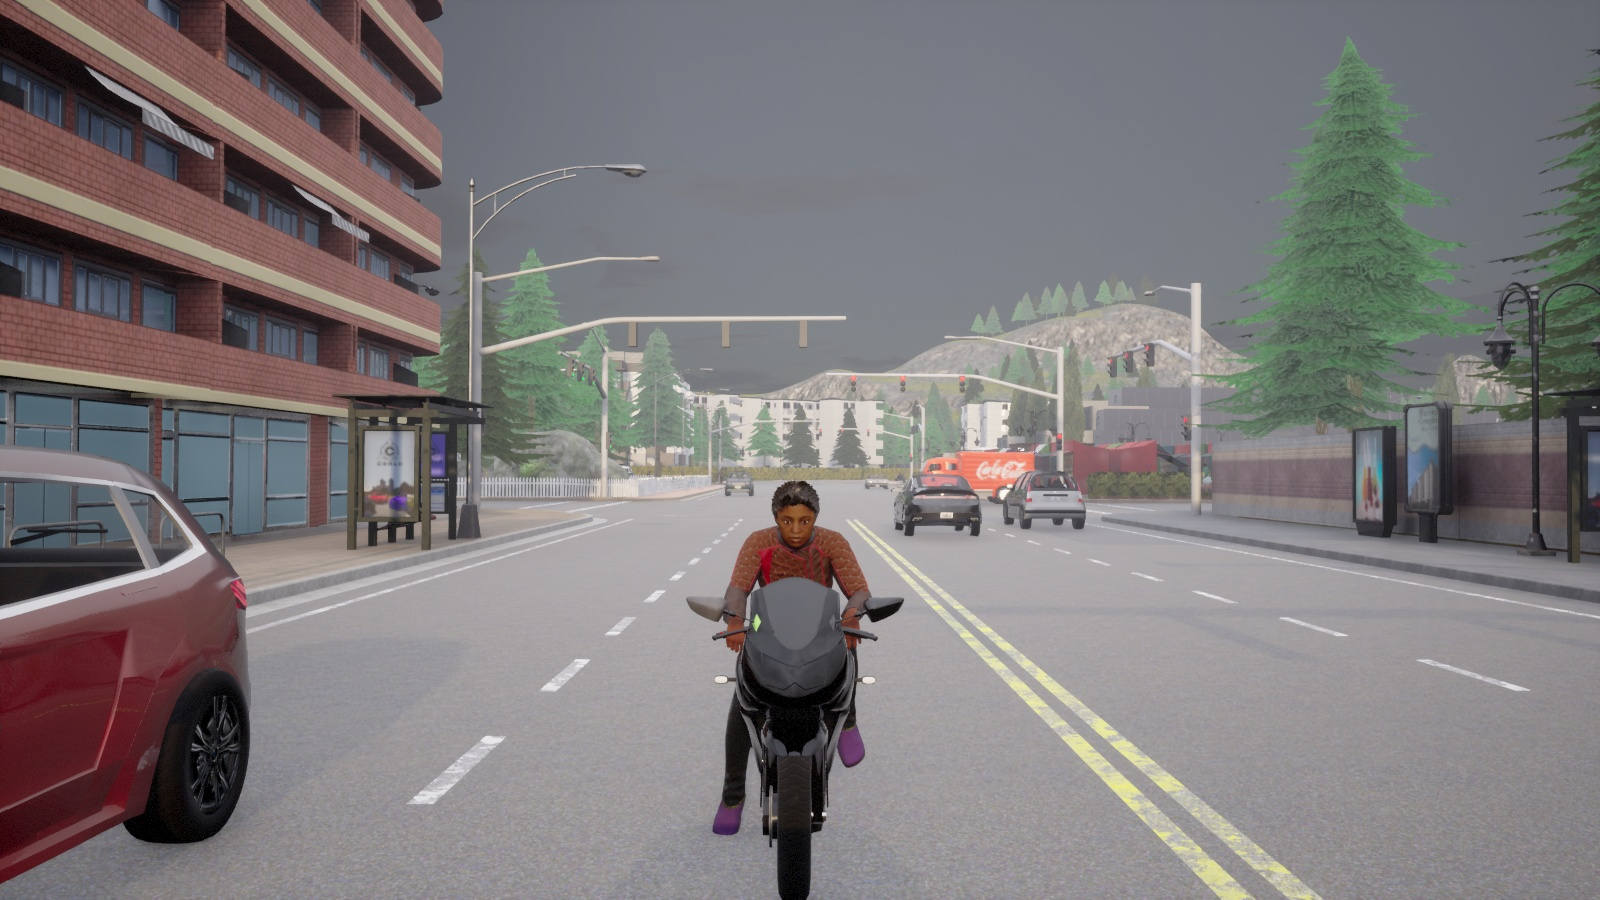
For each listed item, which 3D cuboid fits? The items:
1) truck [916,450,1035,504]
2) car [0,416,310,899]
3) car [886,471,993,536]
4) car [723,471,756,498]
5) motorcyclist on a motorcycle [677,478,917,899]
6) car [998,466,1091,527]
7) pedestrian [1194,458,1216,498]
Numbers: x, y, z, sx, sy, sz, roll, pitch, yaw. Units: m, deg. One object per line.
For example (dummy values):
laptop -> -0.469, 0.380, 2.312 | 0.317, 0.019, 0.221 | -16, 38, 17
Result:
truck -> 8.153, 1.264, 58.752 | 5.204, 2.467, 2.627 | 0, -1, -1
car -> -3.511, 0.737, 3.845 | 2.242, 1.667, 4.611 | 0, -1, 0
car -> 3.423, 1.288, 31.691 | 2.128, 1.511, 4.902 | 0, -1, 0
car -> -3.686, 2.098, 77.007 | 1.789, 1.549, 3.705 | 0, -1, 0
motorcyclist on a motorcycle -> -0.013, 0.884, 5.210 | 0.797, 1.523, 2.044 | 0, -1, 0
car -> 6.913, 1.286, 35.846 | 1.851, 1.617, 3.988 | 0, -1, 0
pedestrian -> 20.083, 1.376, 62.309 | 0.873, 1.952, 0.659 | 0, -1, -1
